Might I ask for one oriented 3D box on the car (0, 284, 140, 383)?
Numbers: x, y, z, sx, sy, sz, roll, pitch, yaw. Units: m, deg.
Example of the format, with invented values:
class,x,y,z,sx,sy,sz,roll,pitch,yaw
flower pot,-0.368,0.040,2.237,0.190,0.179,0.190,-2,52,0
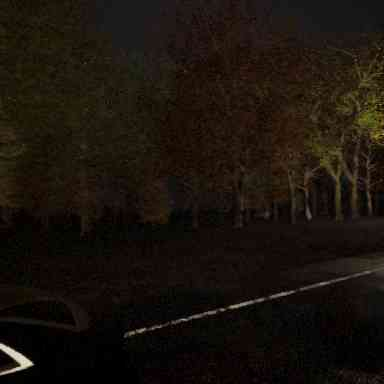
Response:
class,x,y,z,sx,sy,sz,roll,pitch,yaw
car,-2.733,1.495,2.044,4.892,1.490,1.837,1,0,-35
